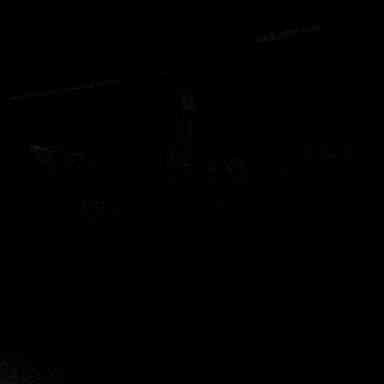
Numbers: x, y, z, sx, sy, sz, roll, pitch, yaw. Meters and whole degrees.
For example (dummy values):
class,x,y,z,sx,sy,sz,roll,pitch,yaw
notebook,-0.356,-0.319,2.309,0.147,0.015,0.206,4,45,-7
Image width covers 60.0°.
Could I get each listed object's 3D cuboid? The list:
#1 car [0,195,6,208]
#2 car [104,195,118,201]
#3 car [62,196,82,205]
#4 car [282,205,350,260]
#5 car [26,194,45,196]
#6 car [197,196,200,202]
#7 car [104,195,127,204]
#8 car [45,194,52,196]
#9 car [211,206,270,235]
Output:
class,x,y,z,sx,sy,sz,roll,pitch,yaw
car,-28.864,1.316,47.715,4.605,1.855,1.932,0,0,35
car,-21.585,1.600,88.450,3.633,1.501,1.845,0,0,35
car,-21.070,1.516,57.458,4.514,1.523,2.007,0,0,35
car,5.150,1.508,13.526,1.905,1.878,3.866,0,0,35
car,-33.807,1.304,70.772,3.866,1.878,1.905,0,0,35
car,-0.357,1.553,73.379,4.514,1.523,2.007,0,0,35
car,-15.248,1.537,65.580,3.633,1.501,1.845,0,0,35
car,-32.461,1.324,73.380,4.605,1.855,1.932,0,0,35
car,3.047,1.678,20.341,2.242,1.667,4.611,0,0,35
